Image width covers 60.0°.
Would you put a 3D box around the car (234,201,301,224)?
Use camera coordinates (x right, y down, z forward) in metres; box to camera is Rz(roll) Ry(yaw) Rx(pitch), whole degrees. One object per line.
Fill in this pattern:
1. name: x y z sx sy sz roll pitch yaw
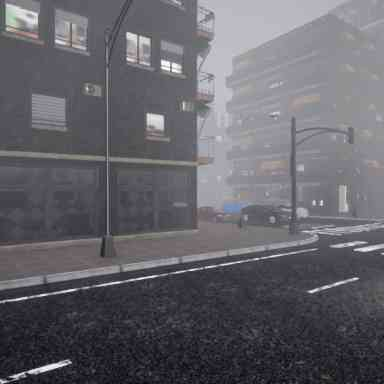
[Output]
1. car: 6.015 1.737 27.078 1.837 1.490 4.892 0 -1 -35

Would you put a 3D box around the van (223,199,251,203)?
1. van: 5.038 1.676 38.090 1.690 1.788 3.998 -1 0 -37

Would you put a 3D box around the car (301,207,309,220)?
1. car: 8.061 1.755 29.438 1.812 1.442 4.674 0 0 -36

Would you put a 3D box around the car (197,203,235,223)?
1. car: 1.653 1.874 28.643 1.802 1.307 4.206 -1 0 -37

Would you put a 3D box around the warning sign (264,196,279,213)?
1. warning sign: 8.849 1.400 36.979 1.300 1.860 1.060 1 0 -37

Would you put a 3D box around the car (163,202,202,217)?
1. car: -1.096 1.894 36.668 1.837 1.490 4.892 0 -1 -37

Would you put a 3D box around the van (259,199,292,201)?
1. van: 8.372 1.602 33.588 1.690 1.788 3.998 -1 0 -37
